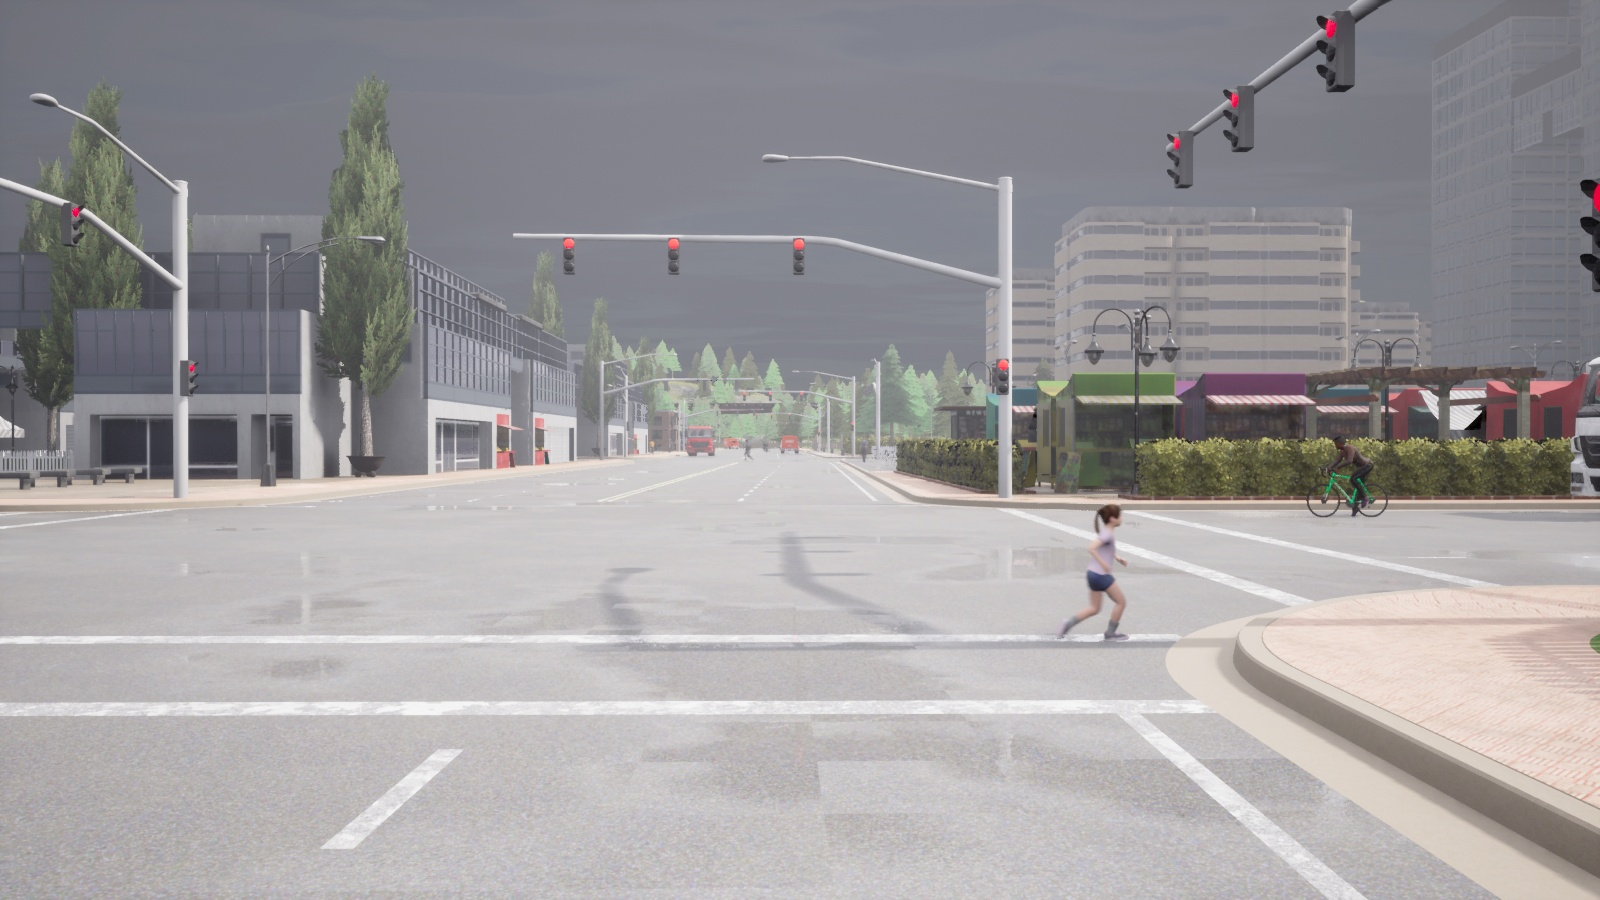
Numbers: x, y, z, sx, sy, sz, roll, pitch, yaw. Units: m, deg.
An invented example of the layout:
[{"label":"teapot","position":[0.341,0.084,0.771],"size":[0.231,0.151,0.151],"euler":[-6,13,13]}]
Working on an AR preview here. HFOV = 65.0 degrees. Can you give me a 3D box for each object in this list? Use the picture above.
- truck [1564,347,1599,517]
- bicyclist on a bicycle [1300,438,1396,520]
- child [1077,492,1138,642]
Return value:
[{"label":"truck","position":[20.193,-0.362,25.251],"size":[7.936,3.462,2.891],"euler":[0,0,-1]},{"label":"bicyclist on a bicycle","position":[10.932,0.567,25.075],"size":[1.656,1.620,0.582],"euler":[0,0,-1]},{"label":"child","position":[2.316,0.873,9.457],"size":[0.394,1.110,0.255],"euler":[0,0,0]}]
